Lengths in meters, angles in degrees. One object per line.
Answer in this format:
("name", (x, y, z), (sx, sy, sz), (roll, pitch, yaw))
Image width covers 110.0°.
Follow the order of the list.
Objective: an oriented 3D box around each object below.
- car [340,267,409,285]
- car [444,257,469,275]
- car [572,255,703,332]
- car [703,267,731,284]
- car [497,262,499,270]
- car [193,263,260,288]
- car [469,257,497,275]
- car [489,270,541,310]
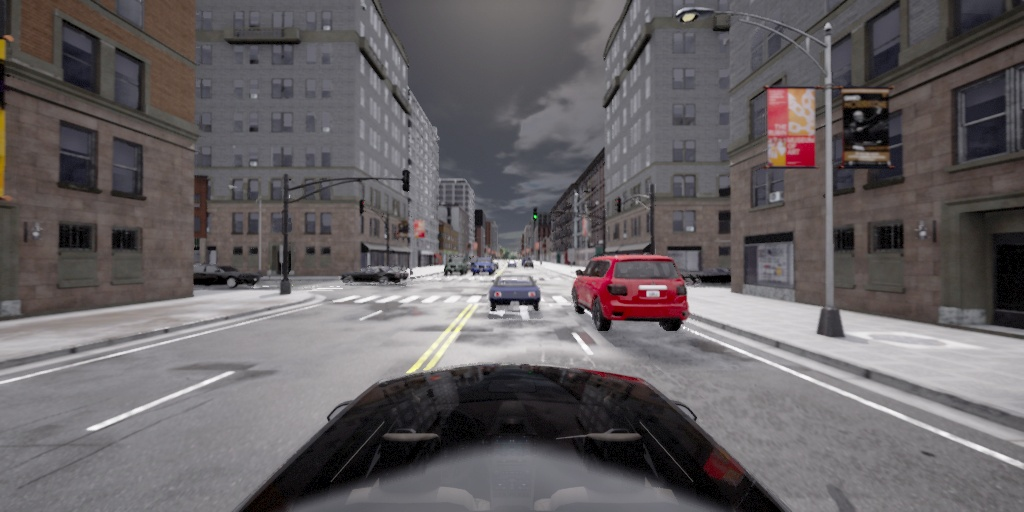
("car", (-10.369, 1.472, 26.959), (4.718, 1.301, 1.895), (0, -1, 12))
("car", (-6.575, 1.175, 42.575), (2.150, 2.045, 5.566), (0, 0, 0))
("car", (3.352, 1.016, 11.219), (2.150, 2.045, 5.566), (0, 0, 0))
("car", (15.070, 1.524, 27.067), (4.718, 1.301, 1.895), (0, 0, 0))
("car", (-3.303, 1.523, 51.802), (1.812, 1.442, 4.674), (0, 0, 1))
("car", (-19.854, 1.314, 24.272), (5.008, 1.535, 1.882), (0, 0, 1))
("car", (-3.299, 1.173, 42.286), (2.150, 2.045, 5.566), (0, 0, 2))
("car", (0.102, 1.416, 15.001), (1.895, 1.301, 4.718), (0, 0, 0))
